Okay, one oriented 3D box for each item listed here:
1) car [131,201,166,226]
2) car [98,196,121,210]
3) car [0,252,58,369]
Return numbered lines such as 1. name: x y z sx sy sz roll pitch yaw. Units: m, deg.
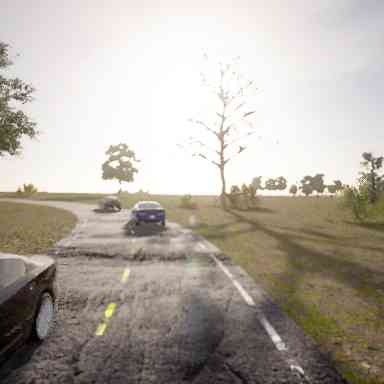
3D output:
1. car: -3.079 1.374 22.722 1.882 1.535 5.008 0 0 -15
2. car: -9.691 1.287 38.959 1.837 1.490 4.892 0 1 -28
3. car: -3.060 1.465 3.507 1.882 1.535 5.008 0 0 -3
